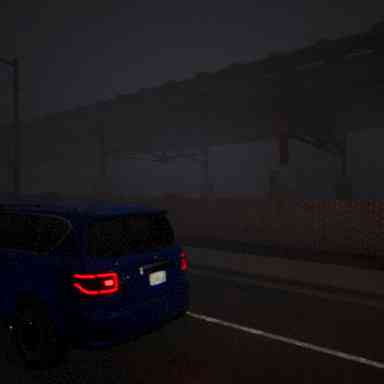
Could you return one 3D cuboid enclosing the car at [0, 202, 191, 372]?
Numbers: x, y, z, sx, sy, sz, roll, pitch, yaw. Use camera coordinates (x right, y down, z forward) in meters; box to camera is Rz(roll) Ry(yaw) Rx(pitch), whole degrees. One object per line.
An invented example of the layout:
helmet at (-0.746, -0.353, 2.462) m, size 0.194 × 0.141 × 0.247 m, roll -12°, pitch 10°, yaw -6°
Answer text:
car at (-2.623, 1.187, 5.863) m, size 5.566 × 2.045 × 2.150 m, roll 0°, pitch 0°, yaw 35°
